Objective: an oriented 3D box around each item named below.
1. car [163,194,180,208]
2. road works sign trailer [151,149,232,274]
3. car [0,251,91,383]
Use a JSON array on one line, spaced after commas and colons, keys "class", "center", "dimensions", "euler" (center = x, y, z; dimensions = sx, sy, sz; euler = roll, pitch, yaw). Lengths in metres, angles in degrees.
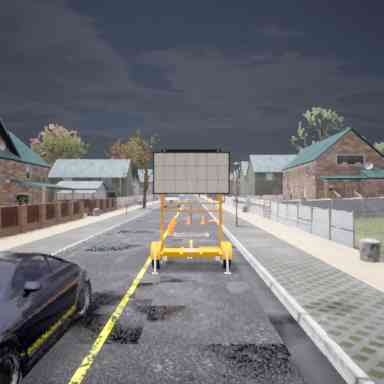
[{"class": "car", "center": [-2.854, 1.220, 47.769], "dimensions": [2.150, 2.045, 5.566], "euler": [0, 0, 0]}, {"class": "road works sign trailer", "center": [-0.022, 0.467, 10.519], "dimensions": [2.380, 3.560, 2.880], "euler": [0, 0, 0]}, {"class": "car", "center": [-2.859, 1.565, 4.547], "dimensions": [1.994, 1.385, 4.181], "euler": [0, 0, 0]}]
